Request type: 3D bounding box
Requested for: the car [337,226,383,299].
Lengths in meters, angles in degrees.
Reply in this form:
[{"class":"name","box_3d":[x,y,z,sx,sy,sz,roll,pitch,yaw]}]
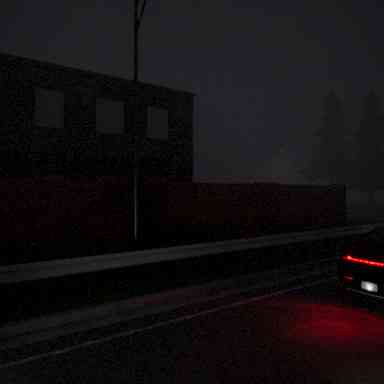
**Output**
[{"class":"car","box_3d":[5.266,1.499,7.548,4.892,1.490,1.837,0,0,-35]}]
